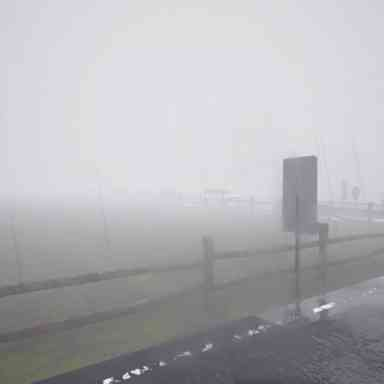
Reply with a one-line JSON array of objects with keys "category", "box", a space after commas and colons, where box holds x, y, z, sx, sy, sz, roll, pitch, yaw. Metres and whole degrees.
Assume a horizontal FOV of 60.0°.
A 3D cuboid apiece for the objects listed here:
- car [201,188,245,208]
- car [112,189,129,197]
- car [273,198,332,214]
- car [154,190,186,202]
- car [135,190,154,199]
[{"category": "car", "box": [3.203, 0.594, 35.734, 2.150, 2.045, 5.566, 1, 1, -35]}, {"category": "car", "box": [-14.084, 0.120, 65.464, 2.128, 1.511, 4.902, 1, 1, -35]}, {"category": "car", "box": [9.030, 1.086, 27.425, 1.882, 1.535, 5.008, 1, 1, -35]}, {"category": "car", "box": [-2.728, 0.488, 44.194, 2.097, 1.767, 4.553, 1, 1, -35]}, {"category": "car", "box": [-8.063, 0.342, 56.899, 1.882, 1.535, 5.008, 1, 1, -35]}]
